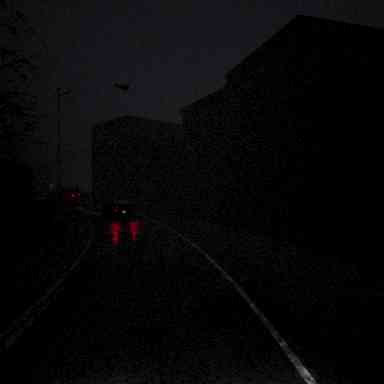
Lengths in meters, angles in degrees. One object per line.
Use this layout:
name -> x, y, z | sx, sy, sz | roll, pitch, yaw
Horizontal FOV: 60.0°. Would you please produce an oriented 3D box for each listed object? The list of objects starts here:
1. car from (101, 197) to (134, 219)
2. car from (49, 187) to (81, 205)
car -> -5.643, 1.123, 25.135 | 1.812, 1.442, 4.674 | 0, 1, -24
car -> -15.290, 0.400, 39.864 | 2.150, 2.045, 5.566 | -1, 2, -41
